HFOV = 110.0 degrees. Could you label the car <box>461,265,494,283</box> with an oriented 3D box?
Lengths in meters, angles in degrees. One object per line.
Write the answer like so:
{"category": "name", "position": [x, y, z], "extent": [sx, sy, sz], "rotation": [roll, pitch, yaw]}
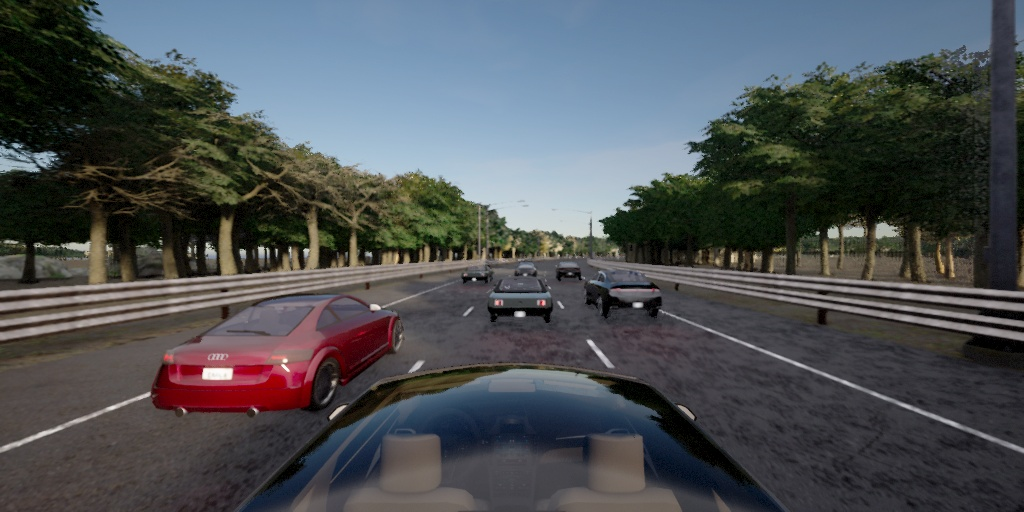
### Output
{"category": "car", "position": [-2.509, 1.348, 27.372], "extent": [1.895, 1.301, 4.718], "rotation": [0, 0, 4]}

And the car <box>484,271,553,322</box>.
{"category": "car", "position": [0.289, 1.352, 12.347], "extent": [1.895, 1.301, 4.718], "rotation": [0, 0, 2]}

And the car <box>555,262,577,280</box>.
{"category": "car", "position": [4.749, 1.232, 30.685], "extent": [1.882, 1.535, 5.008], "rotation": [0, 0, 4]}

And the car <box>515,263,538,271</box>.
{"category": "car", "position": [1.181, 1.276, 30.035], "extent": [1.812, 1.442, 4.674], "rotation": [0, 0, 4]}

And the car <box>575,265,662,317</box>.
{"category": "car", "position": [3.824, 1.246, 13.100], "extent": [2.128, 1.511, 4.902], "rotation": [0, 0, 2]}

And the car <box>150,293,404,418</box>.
{"category": "car", "position": [-3.330, 1.311, 6.086], "extent": [1.994, 1.385, 4.181], "rotation": [0, 0, 1]}
